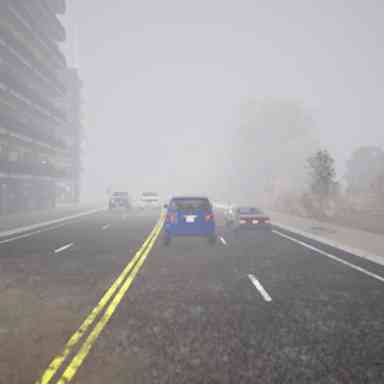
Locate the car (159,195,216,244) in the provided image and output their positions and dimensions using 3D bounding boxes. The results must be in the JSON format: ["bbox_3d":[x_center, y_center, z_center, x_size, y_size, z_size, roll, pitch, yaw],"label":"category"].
[{"bbox_3d":[-0.164,1.156,15.481,2.150,2.045,5.566,0,0,-2],"label":"car"}]

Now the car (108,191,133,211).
[{"bbox_3d":[-7.981,0.890,37.479,2.150,2.045,5.566,0,0,-4],"label":"car"}]

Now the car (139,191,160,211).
[{"bbox_3d":[-4.741,0.880,37.732,2.150,2.045,5.566,0,0,-4],"label":"car"}]

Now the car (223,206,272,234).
[{"bbox_3d":[2.967,1.463,18.573,2.033,1.411,5.357,0,0,-2],"label":"car"}]

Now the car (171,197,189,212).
[{"bbox_3d":[-1.408,1.366,37.806,1.812,1.442,4.674,0,0,-4],"label":"car"}]

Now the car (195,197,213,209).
[{"bbox_3d":[1.482,1.337,42.214,1.812,1.442,4.674,0,0,-5],"label":"car"}]
